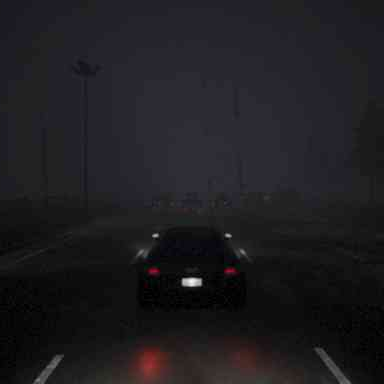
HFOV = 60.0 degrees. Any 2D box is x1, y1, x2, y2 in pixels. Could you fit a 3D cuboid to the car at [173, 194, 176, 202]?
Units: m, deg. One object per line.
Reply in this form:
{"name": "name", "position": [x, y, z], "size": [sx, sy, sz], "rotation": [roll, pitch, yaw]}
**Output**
{"name": "car", "position": [-3.502, 0.695, 49.274], "size": [1.812, 1.442, 4.674], "rotation": [0, 1, 0]}

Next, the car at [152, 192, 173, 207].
{"name": "car", "position": [-3.507, 0.865, 38.012], "size": [1.837, 1.490, 4.892], "rotation": [0, 1, 0]}

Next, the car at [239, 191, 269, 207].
{"name": "car", "position": [6.994, 0.709, 38.013], "size": [2.097, 1.767, 4.553], "rotation": [0, 1, 0]}

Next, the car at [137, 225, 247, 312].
{"name": "car", "position": [-0.002, 1.434, 7.533], "size": [1.994, 1.385, 4.181], "rotation": [0, 1, 0]}

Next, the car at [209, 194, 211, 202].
{"name": "car", "position": [3.494, 0.776, 48.883], "size": [1.895, 1.301, 4.718], "rotation": [0, 1, 0]}

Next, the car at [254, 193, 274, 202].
{"name": "car", "position": [10.494, 0.776, 48.861], "size": [1.895, 1.301, 4.718], "rotation": [0, 1, 0]}

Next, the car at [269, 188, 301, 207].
{"name": "car", "position": [10.492, 0.591, 37.393], "size": [2.150, 2.045, 5.566], "rotation": [0, 1, 0]}

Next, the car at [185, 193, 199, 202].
{"name": "car", "position": [-0.004, 0.772, 49.121], "size": [1.895, 1.301, 4.718], "rotation": [0, 1, 0]}

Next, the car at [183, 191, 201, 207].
{"name": "car", "position": [-0.002, 0.701, 38.519], "size": [2.097, 1.767, 4.553], "rotation": [0, 1, 0]}

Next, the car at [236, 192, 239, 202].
{"name": "car", "position": [6.990, 0.735, 48.149], "size": [2.033, 1.411, 5.357], "rotation": [0, 1, 0]}

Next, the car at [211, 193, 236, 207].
{"name": "car", "position": [3.495, 0.862, 38.128], "size": [1.837, 1.490, 4.892], "rotation": [0, 1, 0]}
